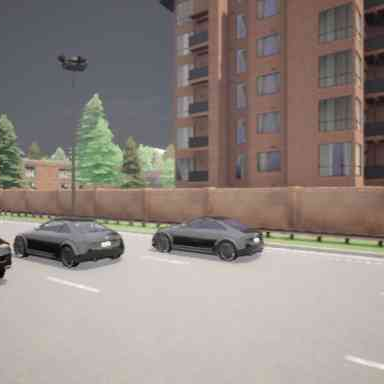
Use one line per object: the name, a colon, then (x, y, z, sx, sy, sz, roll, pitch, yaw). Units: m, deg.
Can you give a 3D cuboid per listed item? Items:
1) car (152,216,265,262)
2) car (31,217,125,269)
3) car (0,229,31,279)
car: (0.514, 1.566, 12.227, 4.181, 1.385, 1.994, 0, 0, 36)
car: (-4.256, 1.567, 11.335, 4.181, 1.385, 1.994, 0, 0, 36)
car: (-6.620, 1.495, 8.722, 4.902, 1.511, 2.128, 0, 0, 36)
